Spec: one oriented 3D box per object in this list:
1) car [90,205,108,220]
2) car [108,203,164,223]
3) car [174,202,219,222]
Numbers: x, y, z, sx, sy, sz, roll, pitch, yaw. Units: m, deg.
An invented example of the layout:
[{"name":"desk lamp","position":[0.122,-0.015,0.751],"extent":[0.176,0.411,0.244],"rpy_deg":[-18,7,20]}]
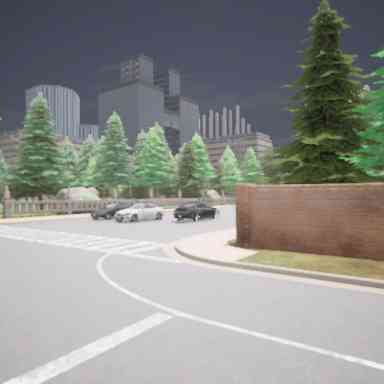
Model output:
[{"name":"car","position":[-6.816,1.680,29.704],"extent":[1.812,1.442,4.674],"rpy_deg":[0,0,35]},{"name":"car","position":[-4.233,1.656,27.295],"extent":[1.812,1.442,4.674],"rpy_deg":[0,0,35]},{"name":"car","position":[0.472,1.611,27.595],"extent":[1.837,1.490,4.892],"rpy_deg":[0,0,35]}]
